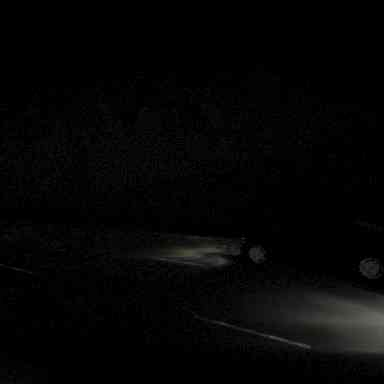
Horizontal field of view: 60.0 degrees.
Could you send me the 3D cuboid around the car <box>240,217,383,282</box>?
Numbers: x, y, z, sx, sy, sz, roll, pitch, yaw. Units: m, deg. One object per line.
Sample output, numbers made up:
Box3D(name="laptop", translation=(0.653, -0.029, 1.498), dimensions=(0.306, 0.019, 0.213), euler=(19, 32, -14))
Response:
Box3D(name="car", translation=(3.833, 1.472, 9.854), dimensions=(5.008, 1.535, 1.882), euler=(0, 0, 36))
